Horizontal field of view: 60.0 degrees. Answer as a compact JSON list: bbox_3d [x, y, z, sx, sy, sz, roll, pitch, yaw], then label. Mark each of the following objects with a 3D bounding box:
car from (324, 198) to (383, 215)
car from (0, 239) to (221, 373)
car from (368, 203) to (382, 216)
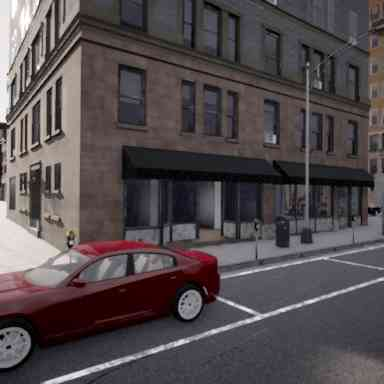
[{"bbox_3d":[16.242,1.410,33.322,2.033,1.411,5.357,1,0,-35],"label":"car"},{"bbox_3d":[-1.564,1.545,5.638,4.507,1.381,1.887,0,1,-35],"label":"car"},{"bbox_3d":[14.477,1.442,30.170,1.895,1.301,4.718,1,0,-35],"label":"car"}]
